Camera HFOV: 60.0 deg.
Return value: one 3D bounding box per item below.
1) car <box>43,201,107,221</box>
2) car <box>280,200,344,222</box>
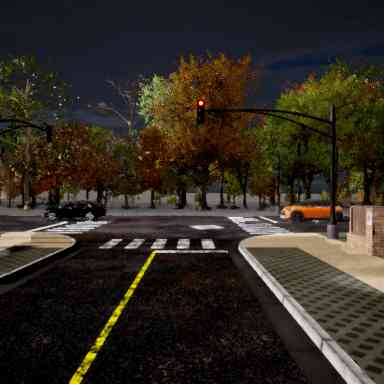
[{"bbox_3d":[-9.208,1.478,26.282,4.892,1.490,1.837,0,0,0],"label":"car"},{"bbox_3d":[9.406,1.394,26.345,4.553,1.767,2.097,0,0,0],"label":"car"}]
